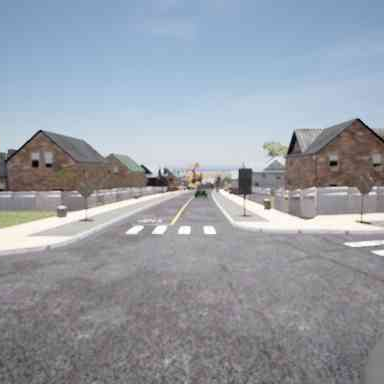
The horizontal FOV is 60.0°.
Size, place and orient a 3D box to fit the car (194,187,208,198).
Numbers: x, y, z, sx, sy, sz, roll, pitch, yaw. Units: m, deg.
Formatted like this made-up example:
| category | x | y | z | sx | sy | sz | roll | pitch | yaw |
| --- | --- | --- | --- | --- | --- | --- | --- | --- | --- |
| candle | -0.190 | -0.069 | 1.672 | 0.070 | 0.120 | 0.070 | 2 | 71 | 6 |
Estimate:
| category | x | y | z | sx | sy | sz | roll | pitch | yaw |
| --- | --- | --- | --- | --- | --- | --- | --- | --- | --- |
| car | 1.507 | -0.001 | 54.241 | 2.097 | 1.767 | 4.553 | 0 | 1 | 3 |

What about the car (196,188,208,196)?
| category | x | y | z | sx | sy | sz | roll | pitch | yaw |
| --- | --- | --- | --- | --- | --- | --- | --- | --- | --- |
| car | 1.992 | -0.020 | 64.273 | 2.033 | 1.411 | 5.357 | 0 | 1 | 3 |
